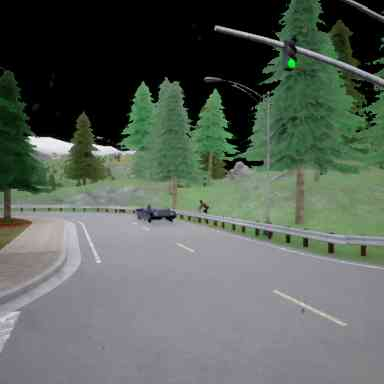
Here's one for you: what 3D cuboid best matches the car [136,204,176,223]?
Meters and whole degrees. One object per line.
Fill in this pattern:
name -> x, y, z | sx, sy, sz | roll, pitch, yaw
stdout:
car -> -2.889, 1.578, 25.293 | 1.895, 1.301, 4.718 | 0, 0, -24

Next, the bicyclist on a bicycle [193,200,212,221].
bicyclist on a bicycle -> 0.840, 1.432, 25.529 | 1.656, 1.620, 0.582 | -1, 2, -20
